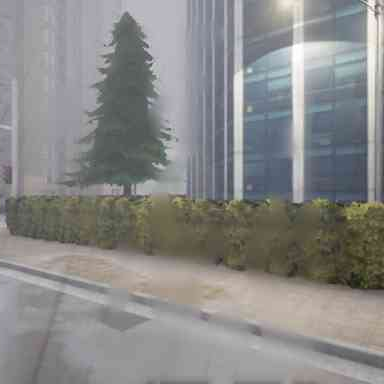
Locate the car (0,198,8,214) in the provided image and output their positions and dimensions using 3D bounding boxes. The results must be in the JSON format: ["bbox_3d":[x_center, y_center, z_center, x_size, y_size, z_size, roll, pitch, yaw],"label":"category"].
[{"bbox_3d":[-18.816,1.352,32.047,2.097,1.767,4.553,0,0,36],"label":"car"}]
